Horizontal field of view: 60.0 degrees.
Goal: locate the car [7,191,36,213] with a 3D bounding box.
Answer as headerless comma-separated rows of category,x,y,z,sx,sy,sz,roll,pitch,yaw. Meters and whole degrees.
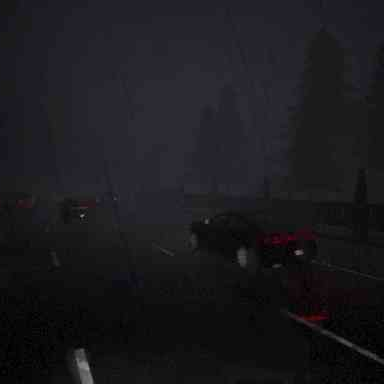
car,-15.016,0.784,29.368,2.097,1.767,4.553,0,1,-25

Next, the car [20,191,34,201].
car,-24.563,0.568,49.710,1.812,1.442,4.674,0,1,-25

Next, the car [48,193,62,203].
car,-17.669,0.777,43.261,1.895,1.301,4.718,0,1,-25

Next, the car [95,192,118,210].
car,-8.735,0.746,32.460,2.097,1.767,4.553,0,1,-25

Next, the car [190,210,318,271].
car,1.592,1.293,10.450,1.882,1.535,5.008,0,1,-25

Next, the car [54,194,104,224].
car,-7.311,1.091,21.184,2.128,1.511,4.902,0,1,-25
